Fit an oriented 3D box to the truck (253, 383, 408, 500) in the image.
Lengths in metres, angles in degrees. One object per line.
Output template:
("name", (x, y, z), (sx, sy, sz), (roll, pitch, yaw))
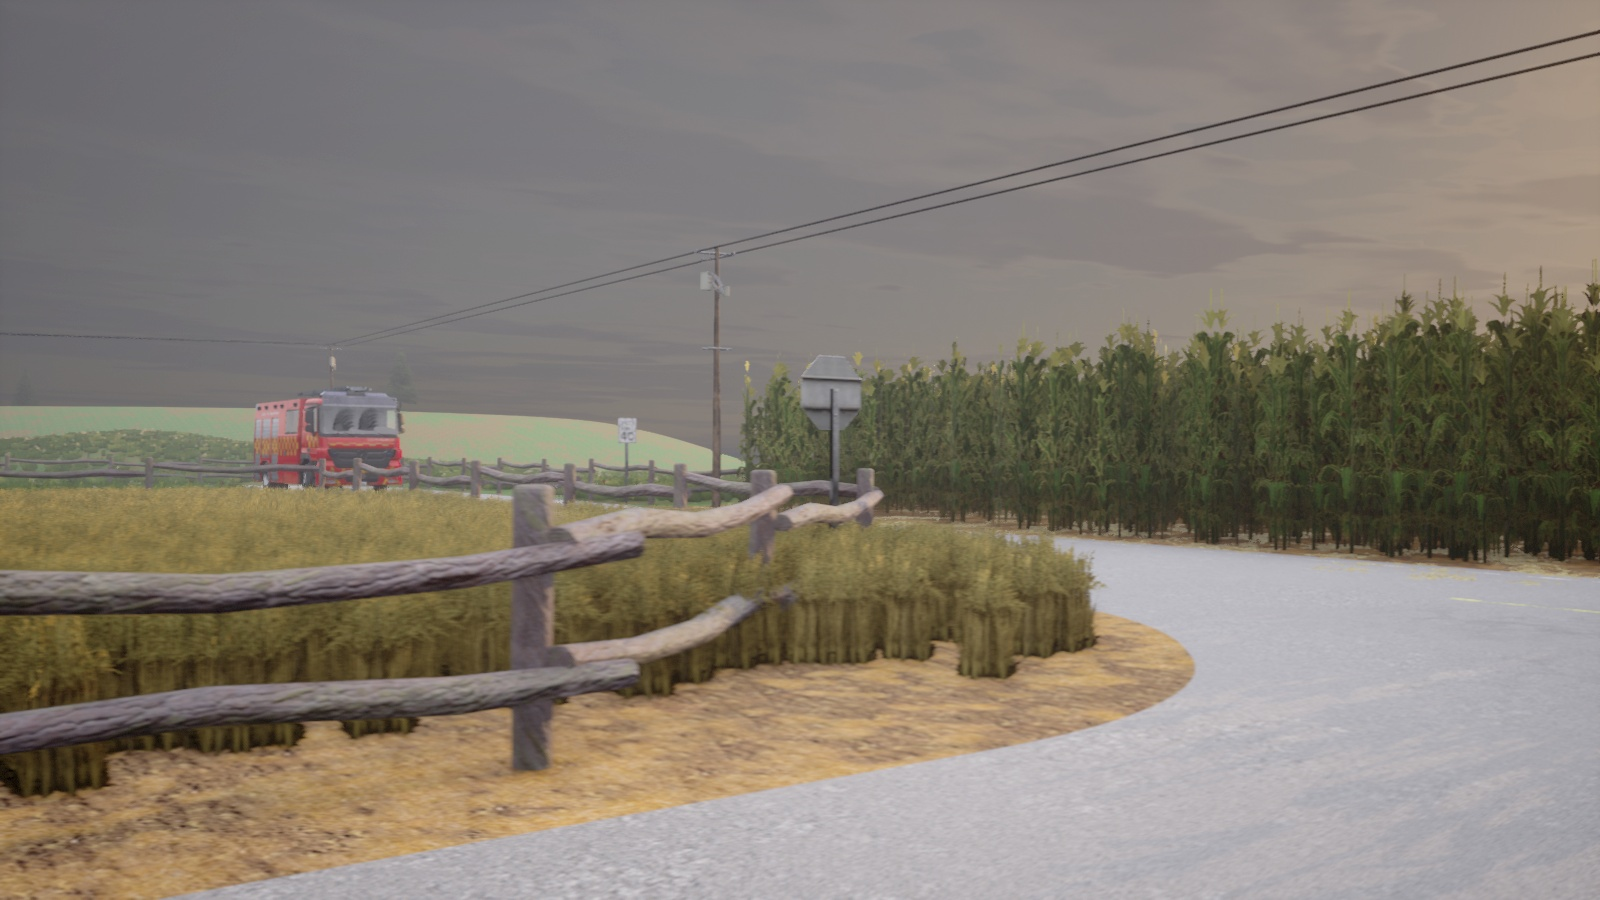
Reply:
("truck", (-17.094, -0.254, 45.294), (2.891, 3.827, 8.468), (0, 0, -37))
